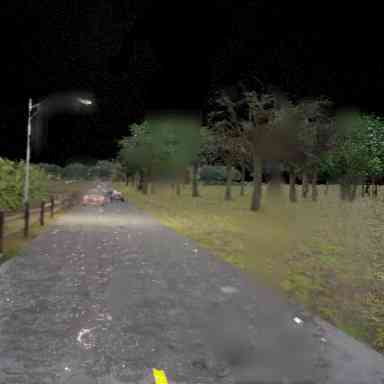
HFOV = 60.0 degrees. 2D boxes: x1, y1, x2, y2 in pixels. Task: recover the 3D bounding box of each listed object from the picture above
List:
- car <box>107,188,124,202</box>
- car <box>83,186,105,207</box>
[{"bbox_3d":[-10.964,0.586,48.539,1.812,1.442,4.674,3,1,-15],"label":"car"},{"bbox_3d":[-10.545,0.566,35.880,2.097,1.767,4.553,3,1,-15],"label":"car"}]
